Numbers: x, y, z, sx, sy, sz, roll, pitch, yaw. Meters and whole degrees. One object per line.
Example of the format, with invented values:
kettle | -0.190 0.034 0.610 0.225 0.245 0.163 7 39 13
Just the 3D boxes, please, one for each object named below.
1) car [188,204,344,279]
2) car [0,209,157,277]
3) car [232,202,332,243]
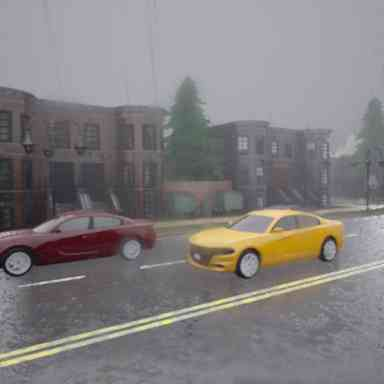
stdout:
car | 2.237 1.271 9.532 5.008 1.535 1.882 -1 1 -32
car | -3.512 1.332 10.019 5.008 1.535 1.882 -1 1 -33
car | 4.067 1.236 14.846 4.181 1.385 1.994 -1 1 -32
